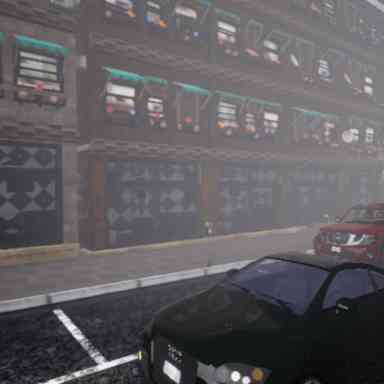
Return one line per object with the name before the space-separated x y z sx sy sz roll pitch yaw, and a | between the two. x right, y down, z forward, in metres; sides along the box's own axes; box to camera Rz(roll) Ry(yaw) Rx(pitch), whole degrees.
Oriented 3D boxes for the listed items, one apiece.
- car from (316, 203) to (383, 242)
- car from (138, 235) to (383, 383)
car | 6.167 1.318 10.967 5.009 1.841 2.192 0 -1 -35
car | 1.429 1.565 4.393 4.181 1.385 1.994 0 0 -35
